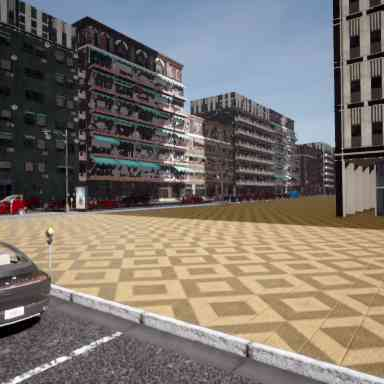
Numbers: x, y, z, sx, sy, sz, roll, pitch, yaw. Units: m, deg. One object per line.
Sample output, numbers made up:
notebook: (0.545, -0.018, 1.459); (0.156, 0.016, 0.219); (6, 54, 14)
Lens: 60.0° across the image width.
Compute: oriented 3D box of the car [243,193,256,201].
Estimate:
car: (9.917, 1.048, 63.725); (1.887, 1.381, 4.507); (-1, 0, 36)

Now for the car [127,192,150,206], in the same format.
car: (-8.593, 0.982, 48.135); (2.150, 2.045, 5.566); (-1, 0, 36)

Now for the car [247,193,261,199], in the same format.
car: (16.152, 1.040, 86.534); (1.947, 1.339, 4.313); (-1, 0, 36)

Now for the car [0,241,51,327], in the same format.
car: (-4.392, 1.553, 6.199); (4.403, 1.369, 2.008); (0, -1, 36)

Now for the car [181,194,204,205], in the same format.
car: (0.158, 1.062, 50.317); (1.967, 1.590, 4.097); (-1, 0, 36)

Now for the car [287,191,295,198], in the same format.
car: (22.927, 0.932, 81.603); (1.802, 1.307, 4.206); (-1, 0, 36)

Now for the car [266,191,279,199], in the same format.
car: (16.419, 0.740, 72.664); (2.192, 1.841, 5.009); (-1, 0, 36)

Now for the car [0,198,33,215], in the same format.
car: (-16.102, 1.413, 27.970); (1.802, 1.307, 4.206); (-1, 0, 36)

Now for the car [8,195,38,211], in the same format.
car: (-19.627, 1.228, 37.372); (2.192, 1.841, 5.009); (-1, 0, 36)

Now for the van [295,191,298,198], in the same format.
van: (26.177, 0.654, 86.072); (1.690, 1.788, 3.998); (-1, 0, 36)

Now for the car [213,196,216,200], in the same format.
car: (6.393, 1.028, 73.126); (1.967, 1.590, 4.097); (-1, 0, 36)

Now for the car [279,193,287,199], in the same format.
car: (19.674, 0.938, 77.133); (2.008, 1.369, 4.403); (-1, 0, 36)

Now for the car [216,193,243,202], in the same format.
car: (6.664, 1.093, 59.256); (2.008, 1.369, 4.403); (-1, 0, 36)

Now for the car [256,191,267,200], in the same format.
car: (13.169, 1.046, 68.194); (1.802, 1.307, 4.206); (-1, 0, 36)

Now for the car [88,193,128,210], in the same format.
car: (-9.598, 1.186, 36.909); (1.967, 1.590, 4.097); (-1, 0, 36)

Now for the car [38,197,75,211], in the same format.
car: (-15.101, 1.368, 39.199); (1.812, 1.442, 4.674); (-1, 0, 36)

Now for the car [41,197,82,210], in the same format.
car: (-16.372, 1.415, 41.842); (1.887, 1.381, 4.507); (-1, 0, 36)
